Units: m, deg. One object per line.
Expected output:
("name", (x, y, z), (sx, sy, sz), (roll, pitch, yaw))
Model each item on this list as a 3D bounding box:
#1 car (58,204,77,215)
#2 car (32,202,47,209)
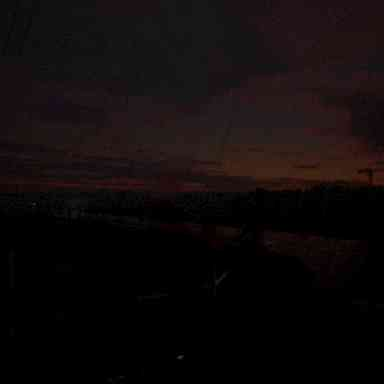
("car", (-18.826, 2.602, 50.105), (2.128, 1.511, 4.902), (1, -1, -34))
("car", (-36.618, 3.384, 80.841), (2.033, 1.411, 5.357), (1, -2, -34))
